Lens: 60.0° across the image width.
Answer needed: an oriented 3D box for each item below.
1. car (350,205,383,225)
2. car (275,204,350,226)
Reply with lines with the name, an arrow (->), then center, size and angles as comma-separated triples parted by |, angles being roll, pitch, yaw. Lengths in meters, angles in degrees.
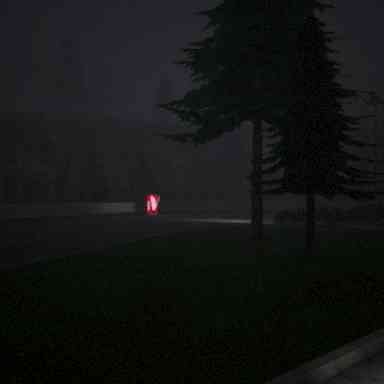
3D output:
car -> 13.534, 1.644, 25.692 | 5.008, 1.535, 1.882 | 0, -1, 40
car -> 8.596, 1.626, 24.284 | 4.902, 1.511, 2.128 | 0, -1, 23
